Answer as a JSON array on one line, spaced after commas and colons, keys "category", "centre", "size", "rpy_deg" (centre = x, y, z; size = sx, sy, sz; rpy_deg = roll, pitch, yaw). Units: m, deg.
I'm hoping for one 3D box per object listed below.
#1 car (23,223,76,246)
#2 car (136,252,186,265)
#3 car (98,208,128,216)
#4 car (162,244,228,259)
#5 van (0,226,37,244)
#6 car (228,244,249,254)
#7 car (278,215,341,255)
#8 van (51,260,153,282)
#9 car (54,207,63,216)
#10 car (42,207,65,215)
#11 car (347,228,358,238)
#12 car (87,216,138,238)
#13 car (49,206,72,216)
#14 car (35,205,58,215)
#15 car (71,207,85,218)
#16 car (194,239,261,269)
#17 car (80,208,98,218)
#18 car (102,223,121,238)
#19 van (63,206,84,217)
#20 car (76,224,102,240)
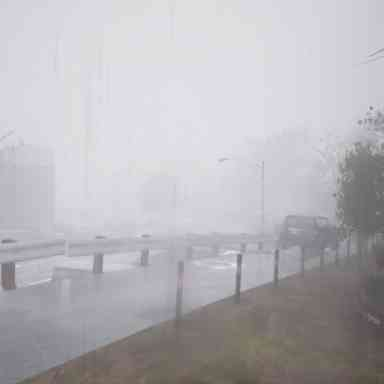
[{"category": "car", "centre": [-14.246, 4.212, 31.201], "size": [5.566, 2.045, 2.435], "rpy_deg": [0, 0, 17]}, {"category": "car", "centre": [-2.697, 4.540, 18.359], "size": [4.553, 1.767, 2.185], "rpy_deg": [1, 1, 17]}, {"category": "car", "centre": [-13.361, 4.025, 58.387], "size": [2.435, 2.045, 5.566], "rpy_deg": [1, 1, 18]}, {"category": "car", "centre": [-0.928, 4.413, 20.780], "size": [5.566, 2.045, 2.435], "rpy_deg": [1, 1, 17]}, {"category": "van", "centre": [-16.172, 4.238, 28.874], "size": [4.442, 1.987, 1.878], "rpy_deg": [0, 0, 17]}, {"category": "car", "centre": [0.951, 4.414, 23.196], "size": [5.566, 2.045, 2.435], "rpy_deg": [1, 1, 17]}, {"category": "car", "centre": [6.959, 2.398, 19.385], "size": [2.150, 2.045, 5.566], "rpy_deg": [1, -4, 37]}, {"category": "van", "centre": [-4.436, 4.442, 15.934], "size": [4.442, 1.987, 1.878], "rpy_deg": [1, 1, 17]}, {"category": "car", "centre": [-25.105, 4.101, 67.781], "size": [2.097, 1.535, 5.008], "rpy_deg": [1, 1, 19]}, {"category": "car", "centre": [-29.805, 4.073, 71.530], "size": [2.002, 1.452, 4.674], "rpy_deg": [0, 1, 19]}, {"category": "car", "centre": [15.958, 4.069, 34.583], "size": [1.895, 1.301, 4.718], "rpy_deg": [0, -4, 16]}, {"category": "car", "centre": [-8.944, 4.211, 38.279], "size": [5.566, 2.045, 2.435], "rpy_deg": [0, 0, 17]}, {"category": "car", "centre": [-27.476, 3.942, 69.623], "size": [2.185, 1.767, 4.553], "rpy_deg": [0, 1, 19]}, {"category": "car", "centre": [-32.131, 3.873, 73.435], "size": [2.185, 1.767, 4.553], "rpy_deg": [1, 1, 19]}, {"category": "car", "centre": [-20.423, 4.211, 64.027], "size": [2.002, 1.452, 4.674], "rpy_deg": [0, 1, 19]}, {"category": "car", "centre": [2.769, 4.694, 25.612], "size": [4.792, 1.488, 2.163], "rpy_deg": [1, 1, 17]}, {"category": "car", "centre": [-18.009, 4.200, 62.335], "size": [1.946, 1.575, 5.366], "rpy_deg": [0, 1, 19]}, {"category": "car", "centre": [-10.675, 4.492, 35.930], "size": [4.792, 1.488, 2.163], "rpy_deg": [0, 0, 17]}, {"category": "van", "centre": [-22.798, 3.913, 65.786], "size": [1.878, 1.987, 4.442], "rpy_deg": [1, 1, 19]}, {"category": "car", "centre": [-12.459, 4.212, 33.560], "size": [5.566, 2.045, 2.435], "rpy_deg": [0, 0, 17]}]
